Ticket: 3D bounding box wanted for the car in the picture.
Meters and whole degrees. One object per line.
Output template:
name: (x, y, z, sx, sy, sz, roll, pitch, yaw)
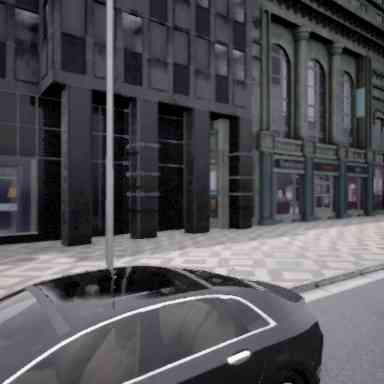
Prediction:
car: (-0.885, 1.508, 2.741, 4.892, 1.490, 1.837, 0, 0, -36)
